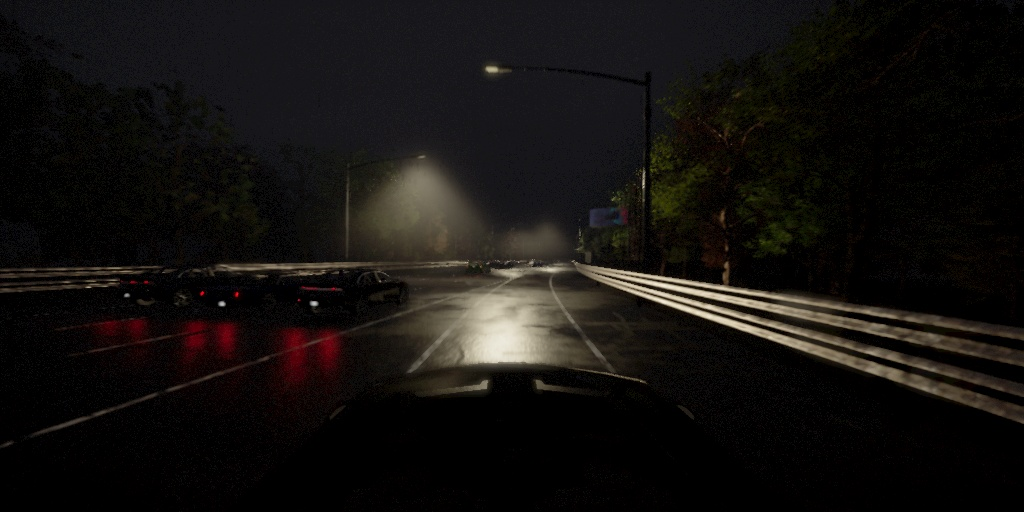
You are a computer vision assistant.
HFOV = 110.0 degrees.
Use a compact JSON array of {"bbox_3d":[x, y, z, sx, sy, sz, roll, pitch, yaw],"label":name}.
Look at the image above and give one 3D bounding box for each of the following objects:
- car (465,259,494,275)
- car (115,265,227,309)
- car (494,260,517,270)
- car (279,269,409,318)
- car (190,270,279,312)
[{"bbox_3d":[-3.997,1.261,42.846,2.097,1.767,4.553,1,0,10],"label":"car"},{"bbox_3d":[-12.348,1.119,14.263,2.128,1.511,4.902,1,0,10],"label":"car"},{"bbox_3d":[-1.009,1.555,60.670,2.128,1.511,4.902,1,0,10],"label":"car"},{"bbox_3d":[-5.445,1.206,12.978,2.128,1.511,4.902,1,0,9],"label":"car"},{"bbox_3d":[-8.902,1.258,13.647,1.895,1.301,4.718,1,0,10],"label":"car"}]
